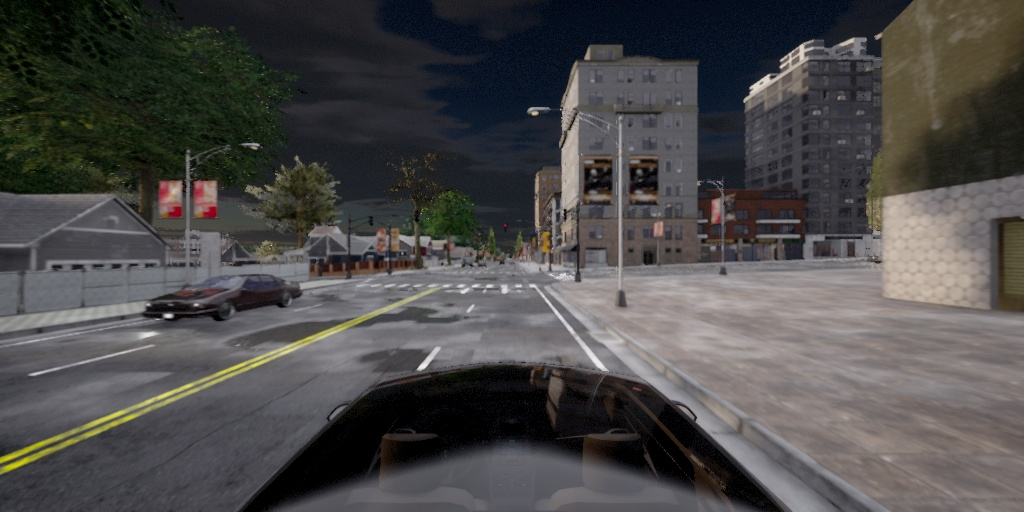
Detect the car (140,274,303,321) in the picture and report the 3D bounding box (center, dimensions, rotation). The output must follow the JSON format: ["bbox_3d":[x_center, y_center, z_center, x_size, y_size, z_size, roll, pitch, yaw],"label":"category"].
[{"bbox_3d":[-9.821,1.347,12.914,2.033,1.411,5.357,0,0,0],"label":"car"}]

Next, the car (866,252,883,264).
[{"bbox_3d":[38.636,0.086,35.755,5.357,1.411,2.033,-2,0,0],"label":"car"}]
